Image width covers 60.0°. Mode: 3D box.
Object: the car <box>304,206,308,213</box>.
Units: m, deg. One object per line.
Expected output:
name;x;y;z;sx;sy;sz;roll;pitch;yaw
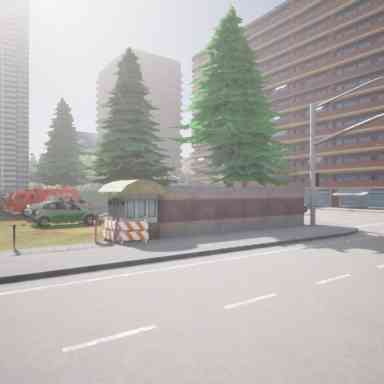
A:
car;9.872;1.660;35.266;1.895;1.301;4.718;0;0;-35

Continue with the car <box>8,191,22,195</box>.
car;-26.316;1.205;46.260;3.866;1.878;1.905;0;0;-35

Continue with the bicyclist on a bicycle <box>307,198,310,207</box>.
bicyclist on a bicycle;16.650;1.361;46.503;1.656;1.620;0.582;0;0;-35

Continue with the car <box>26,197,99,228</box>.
car;-8.011;1.341;21.077;3.988;1.617;1.851;0;0;-35

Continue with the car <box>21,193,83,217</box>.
car;-10.026;1.173;25.132;4.605;1.855;1.932;0;0;-35

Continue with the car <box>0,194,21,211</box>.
car;-25.043;1.394;43.735;4.193;1.474;1.816;0;0;-35
